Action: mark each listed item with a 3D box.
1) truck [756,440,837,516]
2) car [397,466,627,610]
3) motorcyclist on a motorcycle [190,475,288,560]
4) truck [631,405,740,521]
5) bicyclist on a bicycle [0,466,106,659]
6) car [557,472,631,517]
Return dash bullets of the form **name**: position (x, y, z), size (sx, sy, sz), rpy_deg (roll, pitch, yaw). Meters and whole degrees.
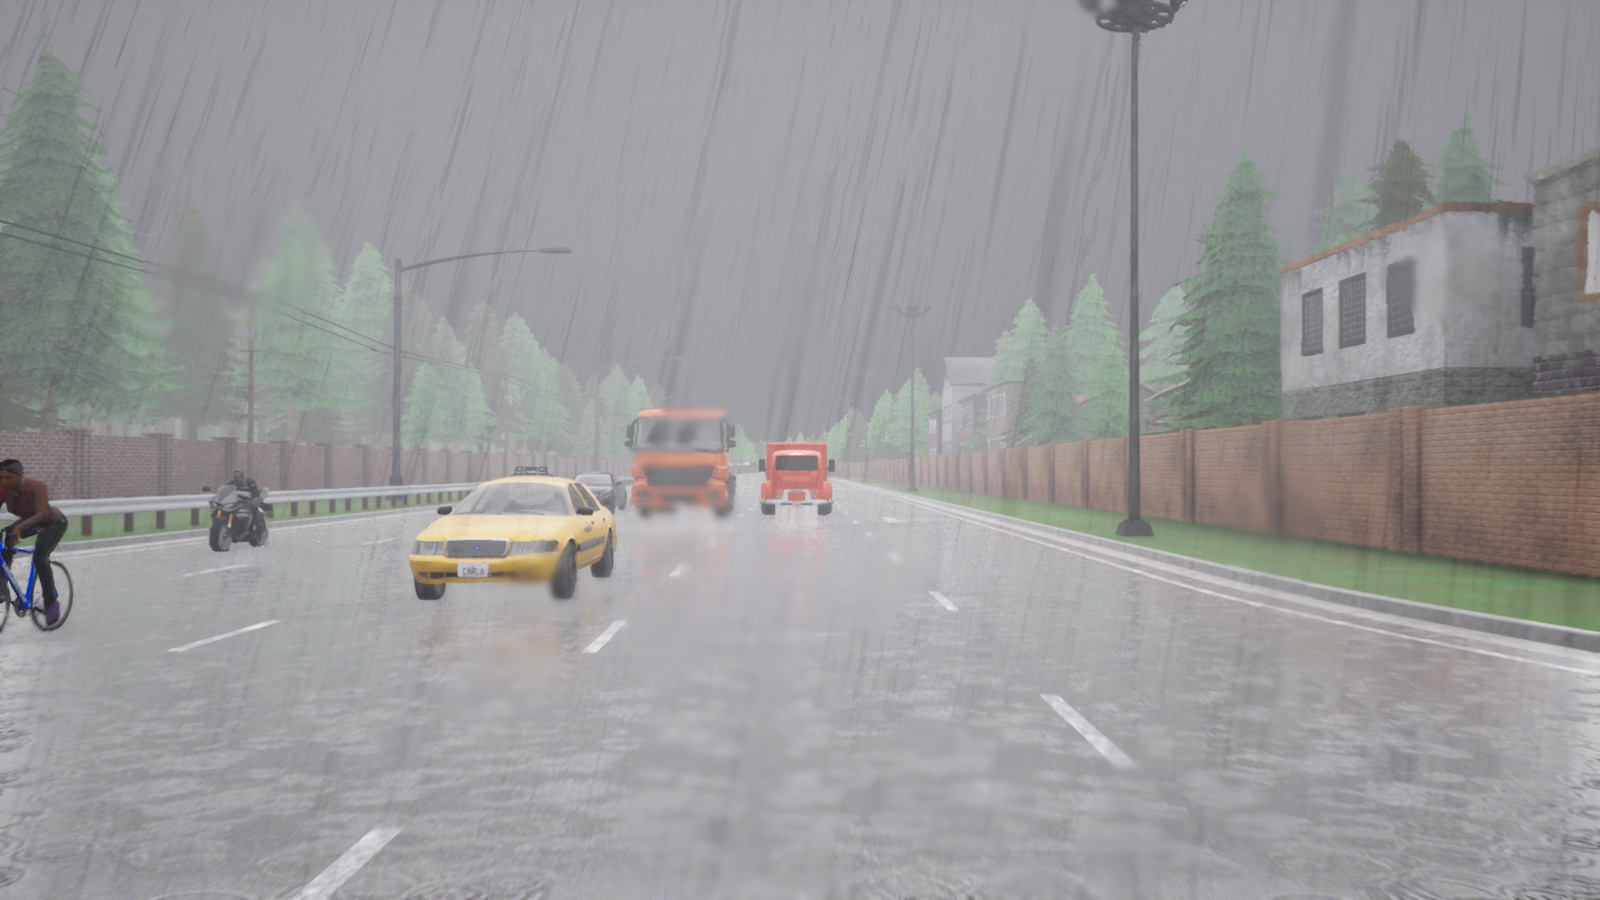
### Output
- **truck**: position (-0.108, 0.964, 43.544), size (2.627, 2.467, 5.204), rpy_deg (0, -1, 0)
- **car**: position (-3.541, 1.007, 16.515), size (1.801, 1.575, 5.366), rpy_deg (0, -1, 0)
- **motorcyclist on a motorcycle**: position (-10.558, 1.237, 23.724), size (0.866, 1.530, 2.191), rpy_deg (0, -1, 0)
- **truck**: position (-3.605, 0.453, 41.485), size (2.891, 3.462, 7.936), rpy_deg (0, -1, 0)
- **bicyclist on a bicycle**: position (-7.028, 0.959, 11.358), size (0.582, 1.620, 1.656), rpy_deg (0, -1, 0)
- **car**: position (-7.106, 1.507, 43.716), size (1.812, 1.442, 4.674), rpy_deg (0, -1, 0)
